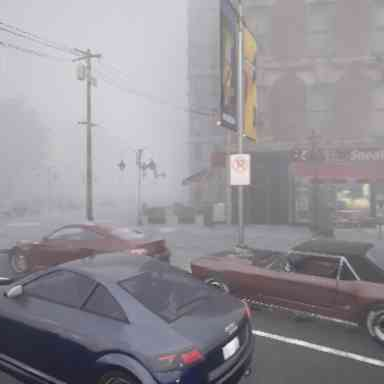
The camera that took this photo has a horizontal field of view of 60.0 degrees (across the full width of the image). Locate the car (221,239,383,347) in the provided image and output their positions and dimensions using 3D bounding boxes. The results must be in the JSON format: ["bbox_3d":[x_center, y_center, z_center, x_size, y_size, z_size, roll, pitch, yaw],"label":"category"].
[{"bbox_3d":[2.207,1.562,6.179,4.718,1.301,1.895,0,0,36],"label":"car"}]

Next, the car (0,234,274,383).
[{"bbox_3d":[-1.302,1.547,4.431,4.181,1.385,1.994,0,0,32],"label":"car"}]

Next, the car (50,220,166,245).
[{"bbox_3d":[-2.806,1.488,8.955,4.674,1.452,2.002,0,0,26],"label":"car"}]
